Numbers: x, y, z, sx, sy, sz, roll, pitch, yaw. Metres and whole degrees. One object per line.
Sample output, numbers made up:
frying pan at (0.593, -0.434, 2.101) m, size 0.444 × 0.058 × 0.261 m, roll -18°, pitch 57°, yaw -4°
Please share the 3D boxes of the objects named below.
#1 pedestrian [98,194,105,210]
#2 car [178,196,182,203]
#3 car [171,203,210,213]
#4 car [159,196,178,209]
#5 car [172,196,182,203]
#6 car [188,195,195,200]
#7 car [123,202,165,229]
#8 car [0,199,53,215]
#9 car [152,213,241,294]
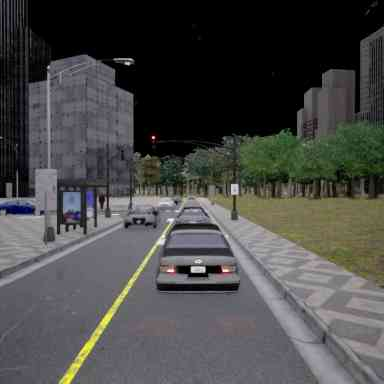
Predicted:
pedestrian at (-10.108, 1.051, 37.285) m, size 0.375 × 1.860 × 0.375 m, roll 0°, pitch 0°, yaw 1°
car at (-3.124, 1.538, 56.156) m, size 1.895 × 1.301 × 4.718 m, roll 0°, pitch 0°, yaw 0°
car at (0.071, 1.554, 19.217) m, size 1.994 × 1.385 × 4.181 m, roll 0°, pitch 0°, yaw 0°
car at (-3.243, 1.485, 42.914) m, size 1.812 × 1.442 × 4.674 m, roll 0°, pitch 0°, yaw 3°
car at (-3.078, 1.476, 69.265) m, size 1.994 × 1.385 × 4.181 m, roll 0°, pitch 0°, yaw 0°
car at (-0.153, 1.470, 86.414) m, size 1.895 × 1.301 × 4.718 m, roll 0°, pitch 0°, yaw 0°
car at (-3.114, 1.552, 21.517) m, size 1.994 × 1.385 × 4.181 m, roll 0°, pitch 0°, yaw 0°
car at (-15.658, 1.426, 31.180) m, size 5.008 × 1.535 × 1.882 m, roll 0°, pitch 0°, yaw 0°
car at (0.094, 1.545, 8.939) m, size 2.033 × 1.411 × 5.357 m, roll 0°, pitch 0°, yaw -1°
